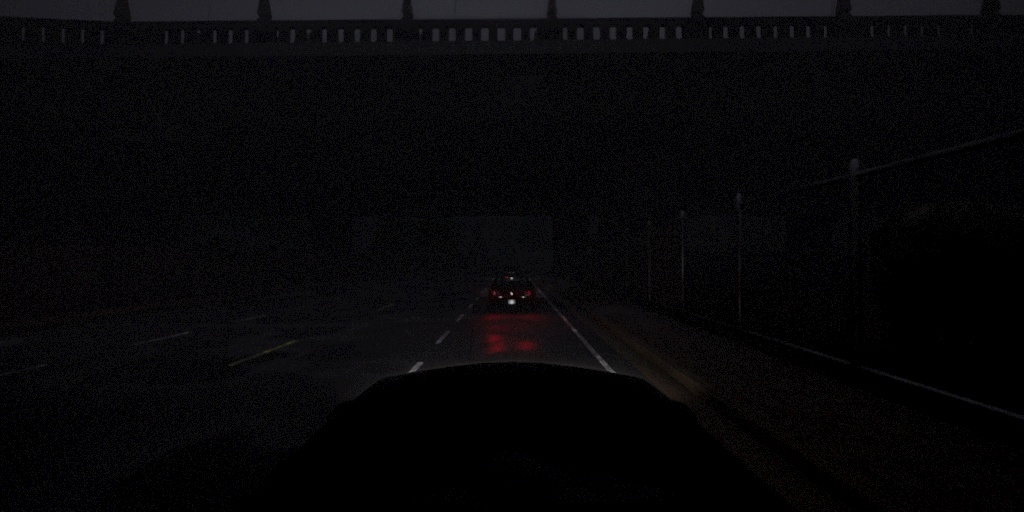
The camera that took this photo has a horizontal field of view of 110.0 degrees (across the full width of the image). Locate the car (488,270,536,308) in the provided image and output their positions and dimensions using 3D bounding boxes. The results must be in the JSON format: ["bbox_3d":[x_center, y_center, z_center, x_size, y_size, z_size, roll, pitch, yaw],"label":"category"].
[{"bbox_3d":[-0.008,1.480,15.914,1.895,1.301,4.718,0,0,0],"label":"car"}]

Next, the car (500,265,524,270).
[{"bbox_3d":[-0.012,1.526,31.116,1.837,1.490,4.892,0,0,0],"label":"car"}]
